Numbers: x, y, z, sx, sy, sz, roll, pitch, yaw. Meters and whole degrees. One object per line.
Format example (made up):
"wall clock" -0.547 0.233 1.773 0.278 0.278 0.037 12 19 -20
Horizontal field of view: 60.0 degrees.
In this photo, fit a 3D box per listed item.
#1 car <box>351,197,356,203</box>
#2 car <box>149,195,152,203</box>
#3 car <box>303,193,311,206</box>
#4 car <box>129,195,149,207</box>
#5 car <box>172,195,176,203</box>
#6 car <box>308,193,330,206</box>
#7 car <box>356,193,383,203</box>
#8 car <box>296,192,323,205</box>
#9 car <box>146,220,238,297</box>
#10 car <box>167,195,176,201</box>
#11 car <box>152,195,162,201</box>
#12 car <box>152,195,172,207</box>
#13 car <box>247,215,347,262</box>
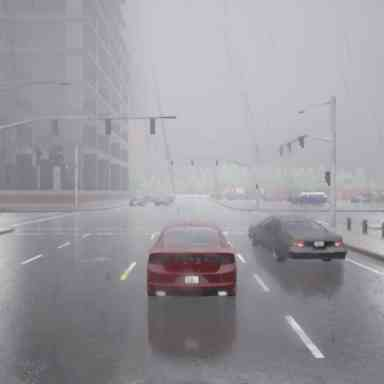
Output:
"car" 39.078 1.371 75.446 3.905 1.438 1.784 0 0 -1
"car" -8.278 1.309 65.620 2.097 1.767 4.553 0 0 0
"car" 24.095 1.378 64.192 3.905 1.438 1.784 0 0 -1
"car" -8.086 1.459 49.392 2.128 1.511 4.902 0 0 -1
"car" -4.778 1.504 66.123 2.033 1.411 5.357 0 0 0
"car" 24.118 1.411 61.297 3.806 1.475 1.970 0 0 -1
"car" 39.038 1.162 72.549 4.605 1.855 1.932 0 0 -1
"car" 24.022 1.165 66.875 4.605 1.855 1.932 0 0 -1
"car" -0.012 1.472 8.640 1.882 1.535 5.008 0 0 0
"car" -4.976 1.426 80.869 1.837 1.490 4.892 0 0 -1
"car" -8.467 1.498 80.292 1.994 1.385 4.181 0 0 -1
"car" -4.611 1.444 51.206 1.882 1.535 5.008 0 0 -1
"car" 3.477 1.540 12.076 2.033 1.411 5.357 0 0 -4
